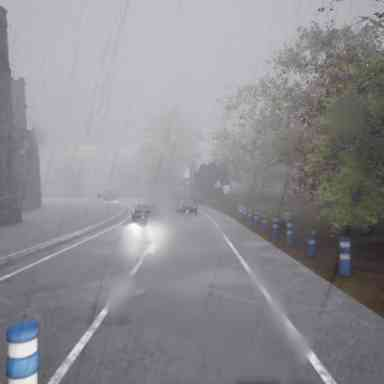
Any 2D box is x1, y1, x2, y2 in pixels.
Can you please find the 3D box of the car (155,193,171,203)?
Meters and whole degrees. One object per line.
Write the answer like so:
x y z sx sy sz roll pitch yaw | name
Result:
-3.809 0.855 44.374 1.812 1.442 4.674 -2 2 -18 | car

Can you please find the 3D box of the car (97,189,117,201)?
-15.373 0.460 59.792 2.150 2.045 5.566 -5 3 -35 | car

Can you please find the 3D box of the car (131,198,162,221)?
-3.607 1.467 26.079 1.895 1.301 4.718 0 1 -3 | car

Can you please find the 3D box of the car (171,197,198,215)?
-0.656 1.317 30.810 1.895 1.301 4.718 -1 2 -6 | car
